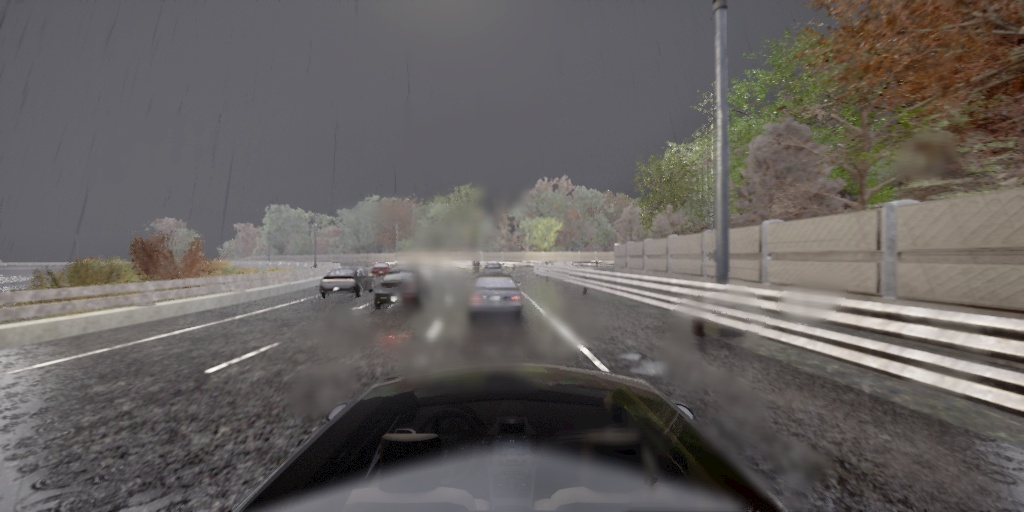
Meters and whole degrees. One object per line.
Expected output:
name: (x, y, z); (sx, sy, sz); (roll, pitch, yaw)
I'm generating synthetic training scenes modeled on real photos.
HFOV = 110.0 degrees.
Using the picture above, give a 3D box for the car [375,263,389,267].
car: (-14.065, 1.479, 38.527); (1.882, 1.535, 5.008); (0, 0, -20)

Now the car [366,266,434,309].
car: (-4.587, 1.346, 15.511); (1.837, 1.490, 4.892); (0, 0, -8)

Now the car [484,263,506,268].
car: (-1.640, 1.408, 33.488); (2.128, 1.511, 4.902); (0, 0, 0)

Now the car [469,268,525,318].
car: (-0.620, 1.358, 13.225); (2.033, 1.411, 5.357); (0, 0, -4)

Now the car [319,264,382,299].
car: (-8.736, 1.372, 19.324); (2.128, 1.511, 4.902); (0, 0, -10)

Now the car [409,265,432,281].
car: (-8.726, 1.554, 33.937); (1.895, 1.301, 4.718); (0, 0, -18)
